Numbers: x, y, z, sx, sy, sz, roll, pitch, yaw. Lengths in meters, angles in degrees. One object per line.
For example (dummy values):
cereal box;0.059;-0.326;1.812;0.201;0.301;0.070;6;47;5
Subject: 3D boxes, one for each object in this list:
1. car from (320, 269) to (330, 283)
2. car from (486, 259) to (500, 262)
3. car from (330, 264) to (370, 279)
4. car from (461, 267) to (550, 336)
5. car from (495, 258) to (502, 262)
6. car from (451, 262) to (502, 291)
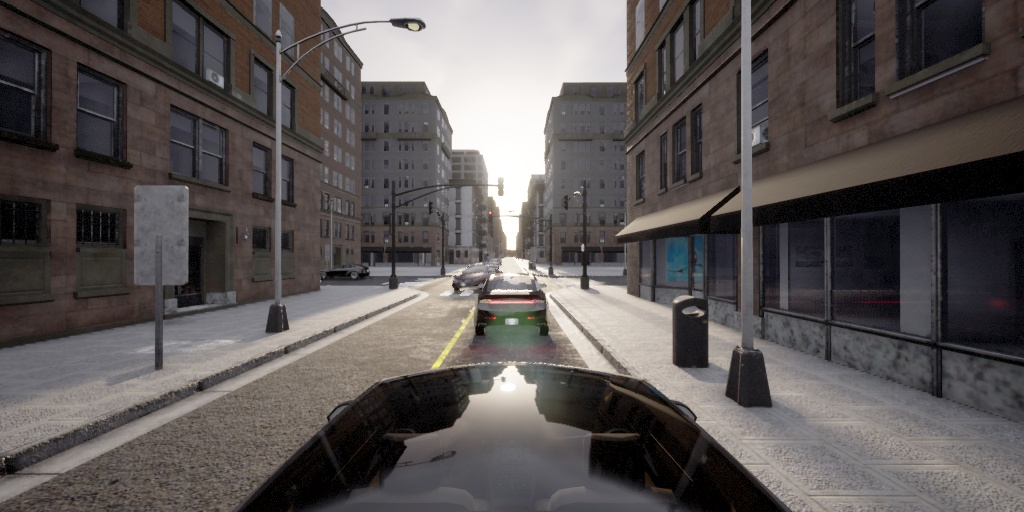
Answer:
car;-14.773;1.288;23.532;4.313;1.339;1.948;0;0;0
car;-2.853;1.325;43.688;1.895;1.301;4.718;0;0;0
car;-14.768;1.329;31.558;4.313;1.339;1.948;0;0;0
car;-0.001;1.241;10.388;2.128;1.511;4.902;0;0;0
car;-2.847;1.187;53.927;1.882;1.535;5.008;0;0;0
car;-1.954;1.271;21.574;1.812;1.442;4.674;-1;0;17
